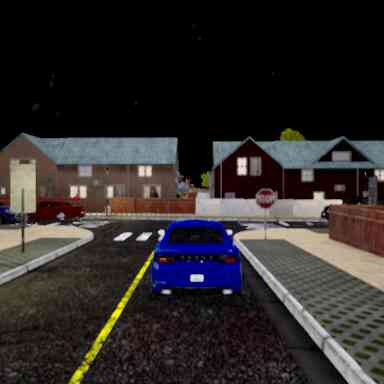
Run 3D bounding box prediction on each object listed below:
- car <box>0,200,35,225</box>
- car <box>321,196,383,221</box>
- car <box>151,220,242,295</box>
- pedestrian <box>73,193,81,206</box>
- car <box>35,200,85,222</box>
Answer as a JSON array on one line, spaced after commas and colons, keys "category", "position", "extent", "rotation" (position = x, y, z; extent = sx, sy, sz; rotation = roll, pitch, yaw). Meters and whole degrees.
[{"category": "car", "position": [-12.941, 1.176, 21.190], "extent": [4.553, 1.767, 2.097], "rotation": [1, 0, 4]}, {"category": "car", "position": [12.164, 1.283, 23.658], "extent": [5.566, 2.045, 2.150], "rotation": [1, 0, 1]}, {"category": "car", "position": [0.093, 1.452, 8.678], "extent": [1.882, 1.535, 5.008], "rotation": [0, 0, 0]}, {"category": "pedestrian", "position": [-9.378, 0.976, 27.054], "extent": [0.375, 1.860, 0.375], "rotation": [0, 0, 1]}, {"category": "car", "position": [-10.340, 1.315, 24.099], "extent": [5.008, 1.535, 1.882], "rotation": [1, 0, 5]}]
